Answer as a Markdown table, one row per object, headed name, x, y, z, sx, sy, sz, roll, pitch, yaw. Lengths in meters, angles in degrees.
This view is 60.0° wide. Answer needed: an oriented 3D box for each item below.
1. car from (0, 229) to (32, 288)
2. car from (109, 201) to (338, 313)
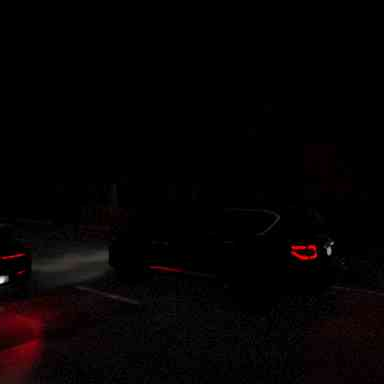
| name | x | y | z | sx | sy | sz | roll | pitch | yaw |
| --- | --- | --- | --- | --- | --- | --- | --- | --- | --- |
| car | -5.850 | 1.549 | 8.167 | 4.892 | 1.490 | 1.837 | 0 | 0 | 35 |
| car | 0.463 | 1.241 | 7.961 | 5.566 | 2.045 | 2.150 | 0 | 0 | 36 |
